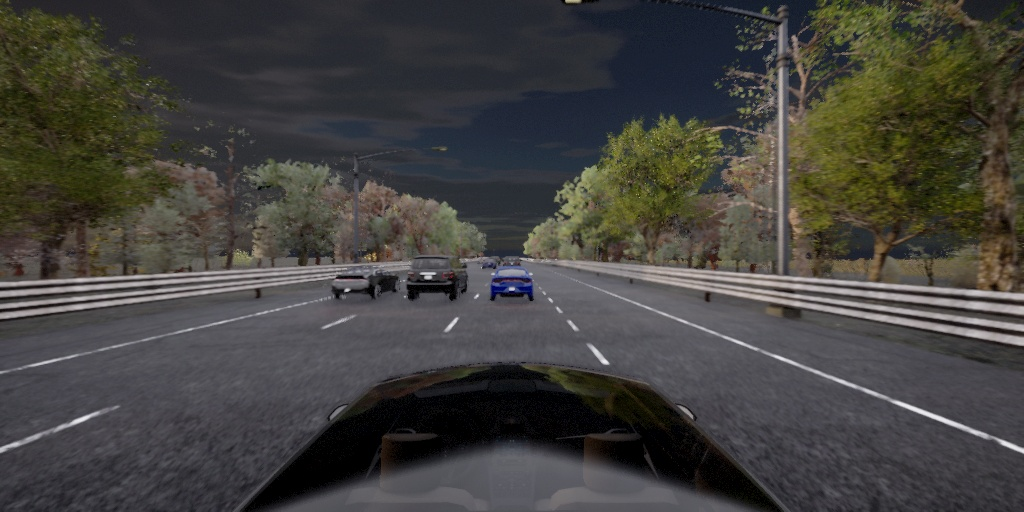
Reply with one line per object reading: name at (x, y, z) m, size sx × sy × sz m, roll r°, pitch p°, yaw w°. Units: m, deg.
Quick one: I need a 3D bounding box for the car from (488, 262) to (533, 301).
car at (-0.001, 1.236, 17.578) m, size 1.882 × 1.535 × 5.008 m, roll 0°, pitch 0°, yaw 0°

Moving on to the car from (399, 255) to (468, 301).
car at (-3.503, 0.981, 17.677) m, size 2.150 × 2.045 × 5.566 m, roll 0°, pitch 0°, yaw 0°

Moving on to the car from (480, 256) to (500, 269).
car at (-3.507, 1.138, 57.250) m, size 2.097 × 1.767 × 4.553 m, roll 0°, pitch 0°, yaw 0°

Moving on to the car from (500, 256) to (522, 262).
car at (-0.005, 0.998, 43.319) m, size 2.150 × 2.045 × 5.566 m, roll 0°, pitch 0°, yaw 0°

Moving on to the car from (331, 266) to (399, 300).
car at (-7.004, 1.250, 17.683) m, size 2.128 × 1.511 × 4.902 m, roll 0°, pitch 0°, yaw 0°
